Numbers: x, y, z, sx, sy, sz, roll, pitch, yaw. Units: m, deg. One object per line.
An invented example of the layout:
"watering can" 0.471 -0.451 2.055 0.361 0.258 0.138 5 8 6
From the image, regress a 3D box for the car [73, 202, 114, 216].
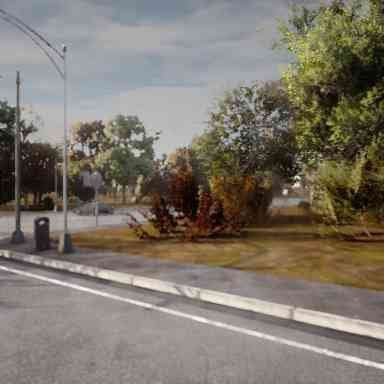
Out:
"car" -10.056 1.713 34.112 1.994 1.385 4.181 0 0 32
